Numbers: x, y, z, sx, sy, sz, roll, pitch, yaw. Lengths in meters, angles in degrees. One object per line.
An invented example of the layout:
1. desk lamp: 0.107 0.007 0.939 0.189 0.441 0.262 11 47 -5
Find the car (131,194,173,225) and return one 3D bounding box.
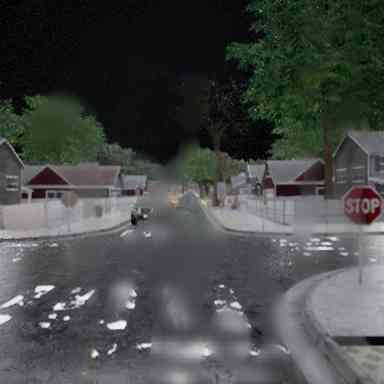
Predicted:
1. car: -2.912 1.208 24.215 2.150 2.045 5.566 0 0 2

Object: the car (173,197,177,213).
1. car: -2.853 1.505 34.538 1.812 1.442 4.674 0 0 0

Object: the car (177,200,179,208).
1. car: -2.845 1.449 45.645 1.882 1.535 5.008 0 0 0
